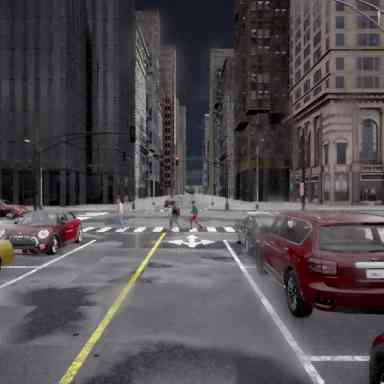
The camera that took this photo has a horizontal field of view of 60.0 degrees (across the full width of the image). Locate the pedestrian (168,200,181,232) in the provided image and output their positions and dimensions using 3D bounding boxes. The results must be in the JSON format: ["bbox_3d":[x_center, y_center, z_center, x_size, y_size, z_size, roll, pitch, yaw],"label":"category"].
[{"bbox_3d":[-0.967,1.292,18.469,0.375,1.860,0.375,0,0,0],"label":"pedestrian"}]

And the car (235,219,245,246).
[{"bbox_3d":[2.758,1.550,12.991,2.008,1.369,4.403,0,0,0],"label":"car"}]

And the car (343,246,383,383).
[{"bbox_3d":[2.759,1.440,1.787,1.967,1.590,4.097,0,0,0],"label":"car"}]

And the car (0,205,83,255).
[{"bbox_3d":[-5.768,1.439,12.989,1.967,1.590,4.097,0,0,0],"label":"car"}]

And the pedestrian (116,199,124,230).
[{"bbox_3d":[-4.251,1.301,19.670,0.375,1.860,0.375,0,0,0],"label":"pedestrian"}]

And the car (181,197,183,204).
[{"bbox_3d":[-2.936,1.354,58.388,2.097,1.767,4.553,0,0,0],"label":"car"}]

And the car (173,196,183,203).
[{"bbox_3d":[-2.851,1.605,68.579,1.895,1.301,4.718,0,0,1],"label":"car"}]

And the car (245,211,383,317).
[{"bbox_3d":[2.758,1.314,7.389,2.192,1.841,5.009,0,0,0],"label":"car"}]

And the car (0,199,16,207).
[{"bbox_3d":[-16.340,1.398,28.385,4.553,1.767,2.097,0,0,0],"label":"car"}]

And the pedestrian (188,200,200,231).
[{"bbox_3d":[0.120,1.298,19.073,0.375,1.860,0.375,0,0,0],"label":"pedestrian"}]

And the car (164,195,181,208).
[{"bbox_3d":[-2.983,1.547,48.265,2.033,1.411,5.357,0,0,-1],"label":"car"}]

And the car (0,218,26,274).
[{"bbox_3d":[-5.767,1.525,7.217,1.752,1.417,4.829,0,0,0],"label":"car"}]
